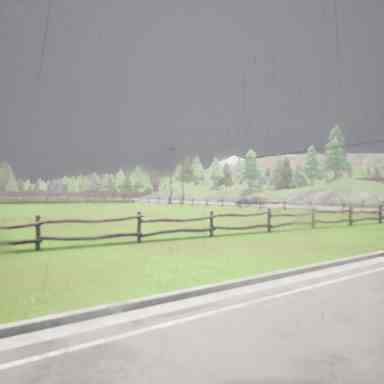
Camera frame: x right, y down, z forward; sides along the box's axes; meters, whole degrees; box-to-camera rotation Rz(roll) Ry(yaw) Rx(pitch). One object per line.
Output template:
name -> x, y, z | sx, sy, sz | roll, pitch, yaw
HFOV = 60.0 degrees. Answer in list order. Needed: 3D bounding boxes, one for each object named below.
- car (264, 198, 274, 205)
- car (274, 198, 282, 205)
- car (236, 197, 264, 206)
car -> 14.306, 1.838, 69.832 | 2.097, 1.767, 4.553 | 1, 0, -36
car -> 17.147, 1.994, 71.874 | 1.882, 1.535, 5.008 | 1, 0, -36
car -> 11.429, 1.993, 67.834 | 2.033, 1.411, 5.357 | 1, 0, -36
